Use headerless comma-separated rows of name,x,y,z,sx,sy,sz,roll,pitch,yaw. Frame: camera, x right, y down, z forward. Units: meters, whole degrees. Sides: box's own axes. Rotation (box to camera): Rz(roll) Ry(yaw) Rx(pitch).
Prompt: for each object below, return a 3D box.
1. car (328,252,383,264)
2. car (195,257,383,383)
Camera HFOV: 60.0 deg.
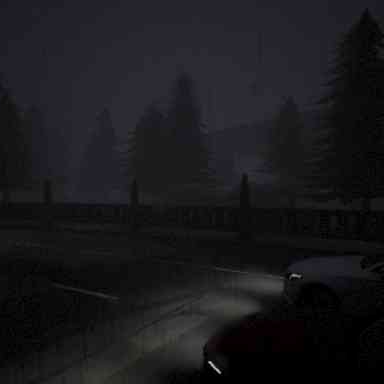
car,3.874,1.508,5.367,4.674,1.442,1.812,0,0,35
car,2.202,1.517,2.283,4.674,1.442,1.812,0,0,35
